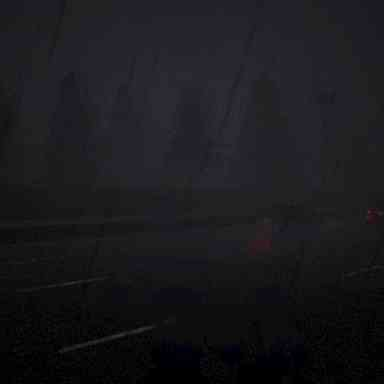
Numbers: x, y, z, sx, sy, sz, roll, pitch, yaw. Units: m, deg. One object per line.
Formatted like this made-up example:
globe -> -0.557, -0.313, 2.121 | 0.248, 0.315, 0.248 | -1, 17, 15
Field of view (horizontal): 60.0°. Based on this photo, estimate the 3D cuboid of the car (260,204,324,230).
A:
car -> 6.445, 1.513, 21.234 | 4.892, 1.490, 1.837 | -1, 0, -35

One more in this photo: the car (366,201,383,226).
car -> 13.504, 1.361, 21.967 | 4.553, 1.767, 2.097 | 0, 0, -35
